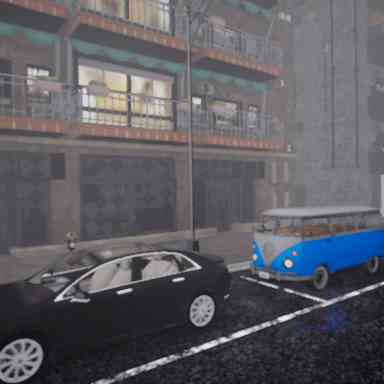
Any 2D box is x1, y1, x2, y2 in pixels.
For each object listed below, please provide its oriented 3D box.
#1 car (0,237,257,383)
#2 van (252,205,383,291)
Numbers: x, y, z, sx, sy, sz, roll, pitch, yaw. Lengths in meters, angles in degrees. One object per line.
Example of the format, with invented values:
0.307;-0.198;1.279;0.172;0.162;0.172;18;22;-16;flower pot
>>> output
-1.325;1.531;5.165;4.403;1.369;2.008;-1;0;-35;car
3.275;1.257;8.443;3.998;1.788;1.690;-1;0;-35;van
